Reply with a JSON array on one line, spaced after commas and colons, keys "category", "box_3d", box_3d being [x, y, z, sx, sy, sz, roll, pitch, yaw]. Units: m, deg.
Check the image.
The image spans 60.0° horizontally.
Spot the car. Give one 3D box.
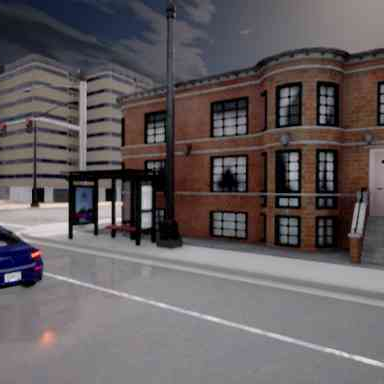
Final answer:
[{"category": "car", "box_3d": [-5.286, 1.437, 7.717, 4.674, 1.442, 1.812, 1, 1, 36]}]
